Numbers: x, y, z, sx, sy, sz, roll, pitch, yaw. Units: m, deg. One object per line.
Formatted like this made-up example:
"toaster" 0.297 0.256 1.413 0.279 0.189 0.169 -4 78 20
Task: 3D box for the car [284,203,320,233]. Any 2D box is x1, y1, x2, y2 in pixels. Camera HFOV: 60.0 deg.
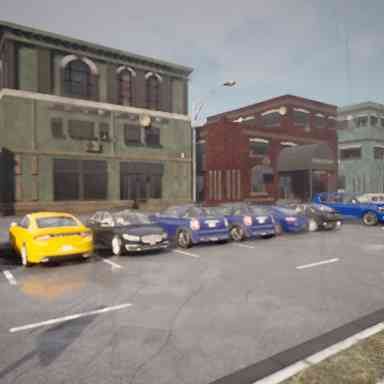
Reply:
"car" 4.072 1.434 17.911 2.002 1.452 4.674 0 0 -35

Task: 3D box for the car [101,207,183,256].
"car" -2.723 1.428 13.080 2.231 1.521 4.892 0 0 -35

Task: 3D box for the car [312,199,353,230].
"car" 6.337 1.386 19.521 2.231 1.521 4.892 0 0 -35

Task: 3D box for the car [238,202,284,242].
"car" 1.825 1.278 16.275 2.185 1.767 4.553 0 0 -35

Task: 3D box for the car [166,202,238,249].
"car" -0.440 1.289 14.662 2.185 1.767 4.553 0 0 -35

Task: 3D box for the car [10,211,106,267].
"car" -4.979 1.440 11.461 2.097 1.535 5.008 0 0 -36

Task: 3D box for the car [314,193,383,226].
"car" 10.876 1.119 22.727 2.435 2.045 5.566 0 0 -35
